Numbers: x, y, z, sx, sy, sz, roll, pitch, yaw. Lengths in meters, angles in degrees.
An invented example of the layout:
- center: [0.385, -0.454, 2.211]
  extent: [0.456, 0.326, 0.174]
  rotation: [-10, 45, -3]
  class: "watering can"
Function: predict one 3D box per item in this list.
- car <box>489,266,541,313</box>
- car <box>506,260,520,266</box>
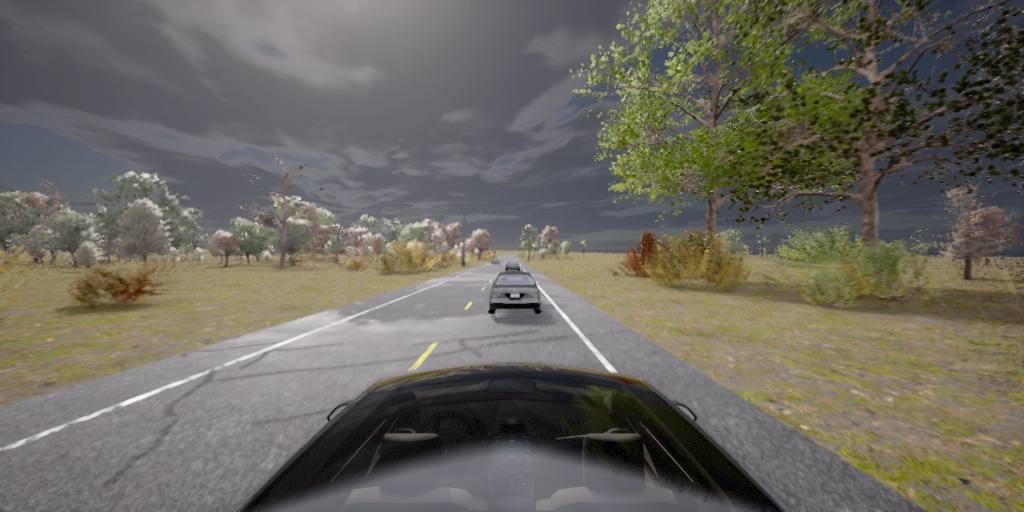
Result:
- center: [0.096, 1.305, 13.925]
  extent: [2.033, 1.411, 5.357]
  rotation: [0, 0, 0]
  class: "car"
- center: [0.090, 1.311, 50.680]
  extent: [1.994, 1.385, 4.181]
  rotation: [0, 0, 0]
  class: "car"
